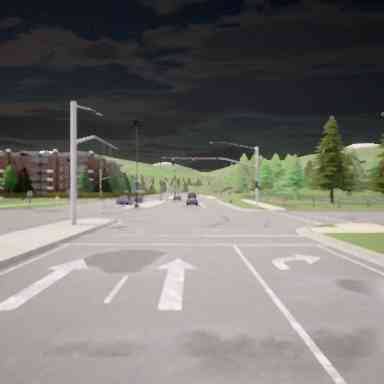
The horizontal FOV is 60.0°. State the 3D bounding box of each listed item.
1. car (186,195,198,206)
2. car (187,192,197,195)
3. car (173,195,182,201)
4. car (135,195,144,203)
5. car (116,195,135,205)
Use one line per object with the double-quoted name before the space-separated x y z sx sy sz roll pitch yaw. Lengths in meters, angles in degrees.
"car" 0.013 1.593 53.329 1.895 1.301 4.718 0 0 0
"car" 0.019 1.051 78.765 2.150 2.045 5.566 0 0 0
"car" -3.481 1.351 78.734 2.128 1.511 4.902 0 0 0
"car" -11.482 1.485 71.432 1.837 1.490 4.892 0 0 0
"car" -11.532 1.345 56.562 2.097 1.767 4.553 0 0 1
